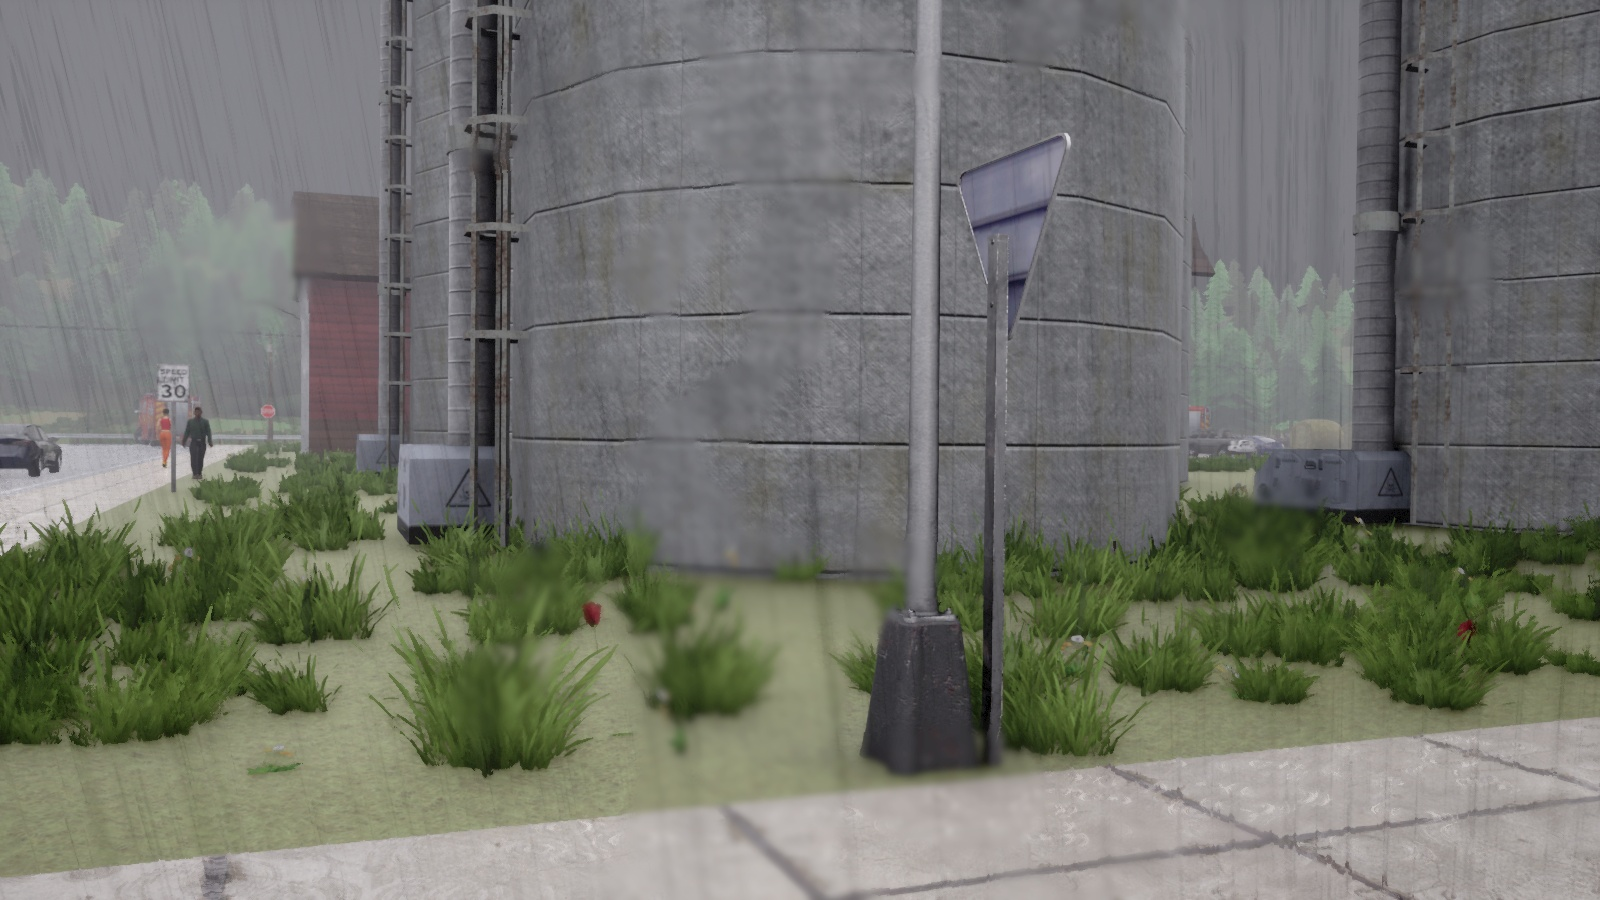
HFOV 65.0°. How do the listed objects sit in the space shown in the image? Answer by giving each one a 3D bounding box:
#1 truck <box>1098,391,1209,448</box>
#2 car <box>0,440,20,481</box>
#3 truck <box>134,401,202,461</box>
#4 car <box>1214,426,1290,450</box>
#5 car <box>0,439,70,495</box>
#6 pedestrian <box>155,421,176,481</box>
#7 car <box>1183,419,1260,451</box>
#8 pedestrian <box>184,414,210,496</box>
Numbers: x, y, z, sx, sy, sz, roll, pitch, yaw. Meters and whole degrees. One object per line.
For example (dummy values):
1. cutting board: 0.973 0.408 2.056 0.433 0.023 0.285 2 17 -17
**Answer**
1. truck: 24.537 -2.088 87.621 2.891 3.827 8.468 -1 1 -22
2. car: -30.880 0.375 47.354 1.845 1.501 3.633 -1 1 -22
3. truck: -42.615 -1.282 84.521 2.891 3.827 8.468 -1 1 -35
4. car: 28.201 -0.784 78.468 1.812 1.442 4.674 -1 1 -21
5. car: -22.615 0.456 36.033 2.163 1.488 4.792 -1 1 -22
6. pedestrian: -19.736 0.031 39.078 0.345 1.836 0.594 -1 1 -4
7. car: 25.434 -0.922 75.942 1.932 1.855 4.605 -1 1 -22
8. pedestrian: -14.619 0.112 30.446 0.423 1.949 0.788 -1 1 -18
